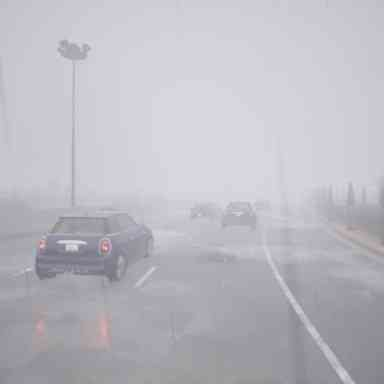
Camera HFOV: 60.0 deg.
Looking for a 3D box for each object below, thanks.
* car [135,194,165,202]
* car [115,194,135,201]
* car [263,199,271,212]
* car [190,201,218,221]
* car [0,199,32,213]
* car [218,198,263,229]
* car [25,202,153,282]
[{"bbox_3d":[-5.149,1.042,43.544,2.097,1.767,4.553,0,0,16],"label":"car"},{"bbox_3d":[-8.505,0.962,44.537,2.097,1.767,4.553,0,0,16],"label":"car"},{"bbox_3d":[8.250,1.511,39.128,1.882,1.535,5.008,0,0,16],"label":"car"},{"bbox_3d":[1.244,1.506,27.607,1.837,1.490,4.892,0,0,16],"label":"car"},{"bbox_3d":[-16.540,1.408,29.674,2.128,1.511,4.902,0,0,16],"label":"car"},{"bbox_3d":[3.272,1.364,21.775,2.097,1.767,4.553,0,0,14],"label":"car"},{"bbox_3d":[-2.595,1.338,9.971,2.097,1.767,4.553,0,0,7],"label":"car"}]
